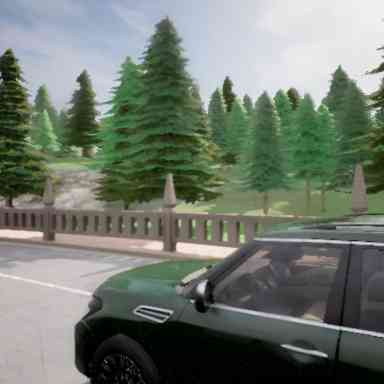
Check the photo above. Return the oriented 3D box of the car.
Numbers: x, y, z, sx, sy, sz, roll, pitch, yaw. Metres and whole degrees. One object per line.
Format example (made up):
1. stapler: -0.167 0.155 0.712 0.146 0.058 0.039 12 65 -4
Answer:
1. car: 1.389 1.219 2.922 5.566 2.045 2.150 -1 0 34
